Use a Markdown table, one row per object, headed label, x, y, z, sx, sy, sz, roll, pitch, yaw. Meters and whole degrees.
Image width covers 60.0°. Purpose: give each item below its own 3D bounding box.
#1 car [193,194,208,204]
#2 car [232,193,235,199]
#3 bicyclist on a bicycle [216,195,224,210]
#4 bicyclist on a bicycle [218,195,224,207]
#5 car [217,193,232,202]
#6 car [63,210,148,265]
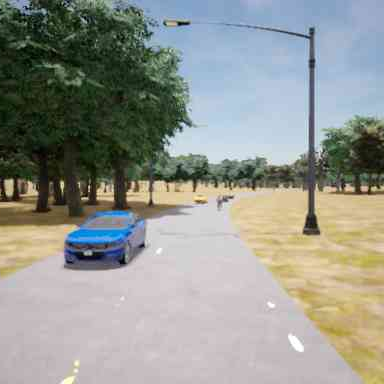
| label | x | y | z | sx | sy | sz | roll | pitch | yaw |
| --- | --- | --- | --- | --- | --- | --- | --- | --- | --- |
| car | 1.448 | 1.110 | 54.741 | 1.882 | 1.535 | 5.008 | 0 | 1 | 10 |
| car | 8.700 | 0.943 | 76.145 | 1.895 | 1.301 | 4.718 | 1 | 1 | 13 |
| bicyclist on a bicycle | 2.949 | 1.282 | 37.031 | 0.582 | 1.620 | 1.656 | 0 | 0 | 6 |
| bicyclist on a bicycle | 3.938 | 1.197 | 45.086 | 0.866 | 1.612 | 1.509 | 0 | 0 | 7 |
| car | 5.629 | 1.064 | 61.096 | 2.128 | 1.511 | 4.902 | 1 | 1 | 11 |
| car | -2.825 | 1.442 | 11.826 | 1.882 | 1.535 | 5.008 | 0 | 0 | 2 |
